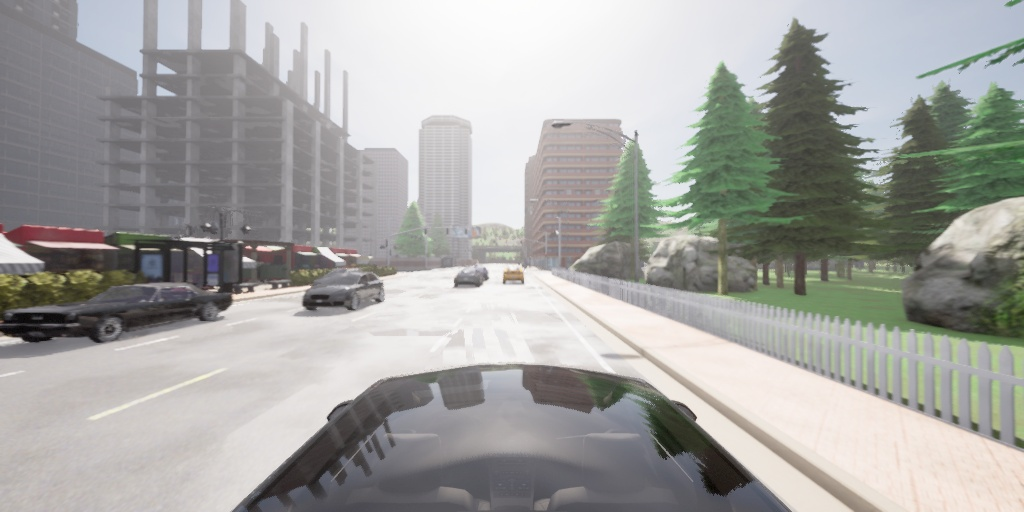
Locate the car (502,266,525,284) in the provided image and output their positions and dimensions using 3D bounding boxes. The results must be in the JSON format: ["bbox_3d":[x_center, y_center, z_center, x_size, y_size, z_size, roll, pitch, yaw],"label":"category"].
[{"bbox_3d":[0.122,1.646,32.470,1.882,1.535,5.008,0,-1,0],"label":"car"}]

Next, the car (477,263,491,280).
[{"bbox_3d":[-3.358,1.755,37.071,1.812,1.442,4.674,0,-1,1],"label":"car"}]

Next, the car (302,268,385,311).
[{"bbox_3d":[-7.075,1.443,15.626,1.837,1.490,4.892,0,-1,0],"label":"car"}]

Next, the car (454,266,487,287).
[{"bbox_3d":[-3.373,1.675,28.371,1.994,1.385,4.181,0,-1,1],"label":"car"}]

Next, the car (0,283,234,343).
[{"bbox_3d":[-10.588,1.464,10.195,1.895,1.301,4.718,0,-1,0],"label":"car"}]
